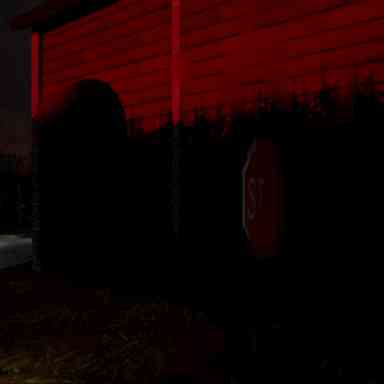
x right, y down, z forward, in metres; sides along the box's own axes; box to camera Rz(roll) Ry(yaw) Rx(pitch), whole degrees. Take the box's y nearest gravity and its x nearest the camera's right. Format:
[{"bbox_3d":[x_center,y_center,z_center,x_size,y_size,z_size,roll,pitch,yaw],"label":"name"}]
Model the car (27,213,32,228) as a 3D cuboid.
[{"bbox_3d":[-6.347,1.202,18.915,2.150,2.045,5.566,0,0,34],"label":"car"}]
